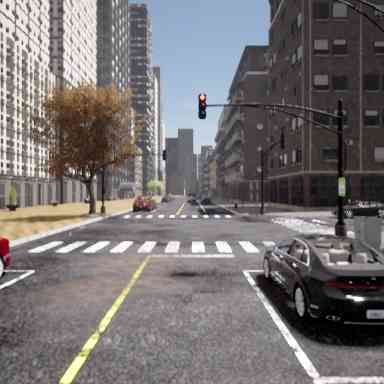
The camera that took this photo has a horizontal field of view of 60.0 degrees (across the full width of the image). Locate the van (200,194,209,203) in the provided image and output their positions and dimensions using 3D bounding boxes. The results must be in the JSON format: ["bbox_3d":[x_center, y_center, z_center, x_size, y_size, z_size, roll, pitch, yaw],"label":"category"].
[{"bbox_3d":[2.663,1.413,72.568,1.690,1.788,3.998,0,0,0],"label":"van"}]

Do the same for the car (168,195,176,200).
[{"bbox_3d":[-5.725,1.668,94.656,2.008,1.369,4.403,0,0,0],"label":"car"}]

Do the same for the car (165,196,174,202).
[{"bbox_3d":[-5.721,1.644,83.611,2.008,1.369,4.403,0,0,0],"label":"car"}]

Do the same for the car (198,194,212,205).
[{"bbox_3d":[2.668,1.620,61.521,1.947,1.339,4.313,0,0,0],"label":"car"}]

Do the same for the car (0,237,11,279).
[{"bbox_3d":[-5.694,1.547,7.039,1.887,1.381,4.507,0,0,0],"label":"car"}]

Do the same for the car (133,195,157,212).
[{"bbox_3d":[-5.706,1.342,39.427,2.192,1.841,5.009,0,0,0],"label":"car"}]

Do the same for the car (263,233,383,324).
[{"bbox_3d":[2.686,1.553,7.042,2.008,1.369,4.403,0,0,0],"label":"car"}]

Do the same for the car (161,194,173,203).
[{"bbox_3d":[-5.717,1.638,72.565,1.947,1.339,4.313,0,0,0],"label":"car"}]

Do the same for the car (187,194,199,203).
[{"bbox_3d":[-0.025,1.667,69.197,1.895,1.301,4.718,0,0,0],"label":"car"}]

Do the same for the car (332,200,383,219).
[{"bbox_3d":[13.416,1.354,26.452,4.403,1.369,2.008,-1,1,-1],"label":"car"}]

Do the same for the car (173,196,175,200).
[{"bbox_3d":[-5.720,1.397,78.087,2.192,1.841,5.009,0,0,0],"label":"car"}]

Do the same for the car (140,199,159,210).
[{"bbox_3d":[-5.708,1.599,44.950,1.947,1.339,4.313,0,0,0],"label":"car"}]
